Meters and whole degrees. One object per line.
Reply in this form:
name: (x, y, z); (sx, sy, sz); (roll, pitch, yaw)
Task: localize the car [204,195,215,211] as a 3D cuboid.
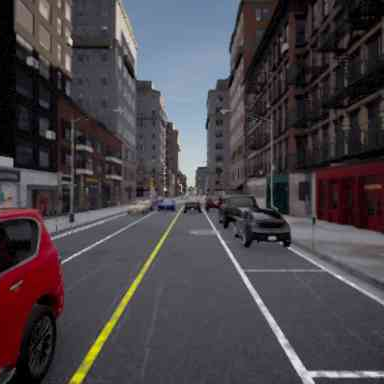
car: (2.636, 1.289, 39.420); (2.192, 1.841, 5.009); (0, 0, 0)

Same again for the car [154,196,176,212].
car: (-2.845, 1.451, 38.086); (1.882, 1.535, 5.008); (0, 0, 0)

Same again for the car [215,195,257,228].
car: (2.981, 1.211, 21.955); (2.150, 2.045, 5.566); (0, 0, 0)

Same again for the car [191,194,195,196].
car: (0.042, 1.452, 48.221); (1.882, 1.535, 5.008); (0, 0, 0)

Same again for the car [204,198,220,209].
car: (2.636, 1.539, 44.874); (1.947, 1.339, 4.313); (0, 0, 0)

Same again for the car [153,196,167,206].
car: (-5.389, 1.418, 55.784); (1.967, 1.590, 4.097); (0, 0, 0)

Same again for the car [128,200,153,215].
car: (-5.388, 1.501, 33.800); (1.752, 1.417, 4.829); (0, 0, 0)

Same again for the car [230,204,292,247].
car: (3.020, 1.493, 14.926); (1.837, 1.490, 4.892); (0, 0, 0)

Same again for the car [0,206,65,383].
car: (-2.839, 1.214, 2.423); (2.150, 2.045, 5.566); (0, 1, 0)

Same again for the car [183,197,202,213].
car: (0.053, 1.479, 36.343); (1.837, 1.490, 4.892); (0, 0, 0)
